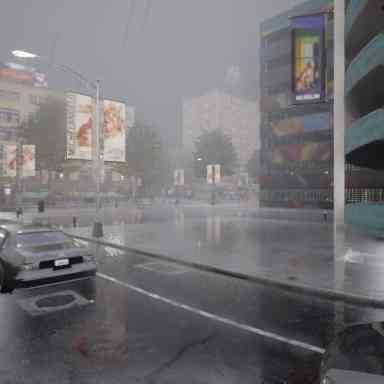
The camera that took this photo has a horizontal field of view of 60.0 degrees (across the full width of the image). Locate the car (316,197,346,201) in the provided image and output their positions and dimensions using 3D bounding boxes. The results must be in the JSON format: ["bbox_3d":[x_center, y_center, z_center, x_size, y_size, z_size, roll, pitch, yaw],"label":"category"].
[{"bbox_3d":[17.417,1.320,42.547,4.674,1.452,2.002,0,0,-42],"label":"car"}]

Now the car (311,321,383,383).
[{"bbox_3d":[2.936,1.564,2.113,4.181,1.385,1.994,0,0,34],"label":"car"}]

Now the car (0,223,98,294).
[{"bbox_3d":[-4.513,1.547,8.911,2.033,1.411,5.357,0,0,-44],"label":"car"}]
